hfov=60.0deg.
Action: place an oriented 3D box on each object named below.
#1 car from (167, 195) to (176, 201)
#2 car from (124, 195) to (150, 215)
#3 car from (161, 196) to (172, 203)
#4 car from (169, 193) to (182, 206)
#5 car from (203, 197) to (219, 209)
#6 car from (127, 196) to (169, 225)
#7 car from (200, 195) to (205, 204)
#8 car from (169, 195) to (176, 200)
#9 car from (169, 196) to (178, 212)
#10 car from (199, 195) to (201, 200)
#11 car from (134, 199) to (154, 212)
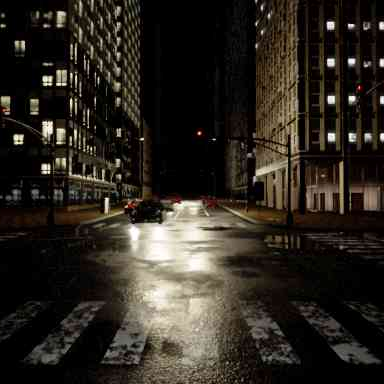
[{"bbox_3d":[-5.543,1.587,89.587,2.008,1.369,4.403,1,0,0],"label":"car"},{"bbox_3d":[-5.624,1.453,33.835,1.967,1.590,4.097,1,0,0],"label":"car"},{"bbox_3d":[-5.568,1.573,72.861,1.887,1.381,4.507,1,0,0],"label":"car"},{"bbox_3d":[-3.013,1.244,57.272,2.150,2.045,5.566,0,0,-2],"label":"car"},{"bbox_3d":[2.770,1.599,45.035,1.802,1.307,4.206,1,0,0],"label":"car"},{"bbox_3d":[-3.064,1.361,24.184,2.097,1.767,4.553,0,0,0],"label":"car"},{"bbox_3d":[2.789,1.547,56.361,1.752,1.417,4.829,1,0,0],"label":"car"},{"bbox_3d":[-5.535,1.605,95.162,1.947,1.339,4.313,1,0,0],"label":"car"},{"bbox_3d":[-3.041,1.562,39.176,2.033,1.411,5.357,0,0,0],"label":"car"},{"bbox_3d":[2.796,1.590,61.768,1.947,1.339,4.313,1,0,0],"label":"car"},{"bbox_3d":[-5.618,1.597,39.410,1.802,1.307,4.206,1,0,0],"label":"car"}]
